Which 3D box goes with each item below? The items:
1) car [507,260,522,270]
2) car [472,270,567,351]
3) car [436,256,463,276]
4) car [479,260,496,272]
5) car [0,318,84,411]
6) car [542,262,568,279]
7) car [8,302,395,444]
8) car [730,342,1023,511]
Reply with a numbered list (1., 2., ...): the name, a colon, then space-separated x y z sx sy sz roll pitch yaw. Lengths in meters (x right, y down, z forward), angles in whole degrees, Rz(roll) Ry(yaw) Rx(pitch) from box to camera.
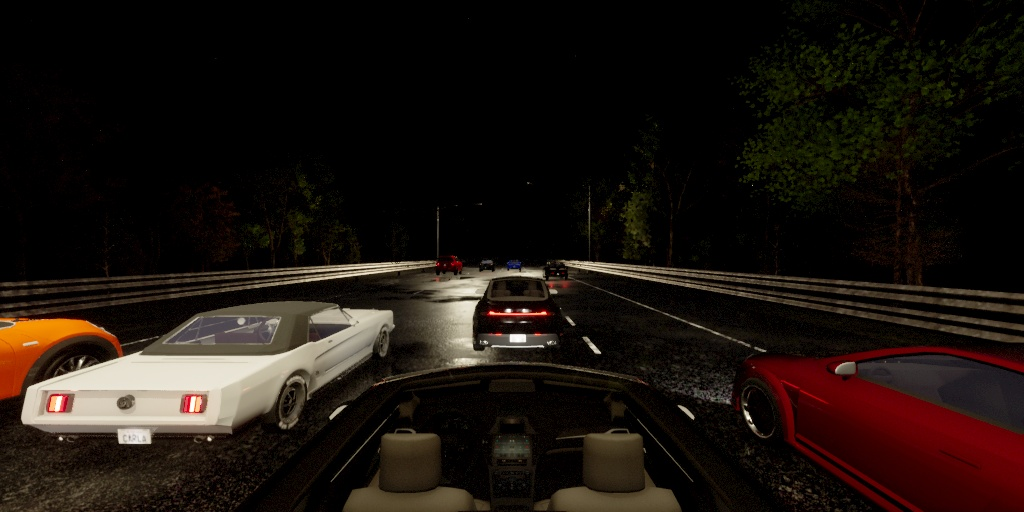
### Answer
1. car: 0.317 1.279 50.251 1.882 1.535 5.008 0 0 0
2. car: 0.122 1.255 8.956 1.837 1.490 4.892 0 0 0
3. car: -6.736 1.006 38.707 2.150 2.045 5.566 0 0 0
4. car: -3.198 1.286 46.610 2.128 1.511 4.902 0 0 0
5. car: -6.919 1.102 3.473 2.097 1.767 4.553 0 0 1
6. car: 3.733 1.264 31.460 2.128 1.511 4.902 0 0 0
7. car: -3.401 1.350 5.474 1.895 1.301 4.718 0 0 0
8. car: 3.601 1.314 2.578 1.994 1.385 4.181 0 0 0
